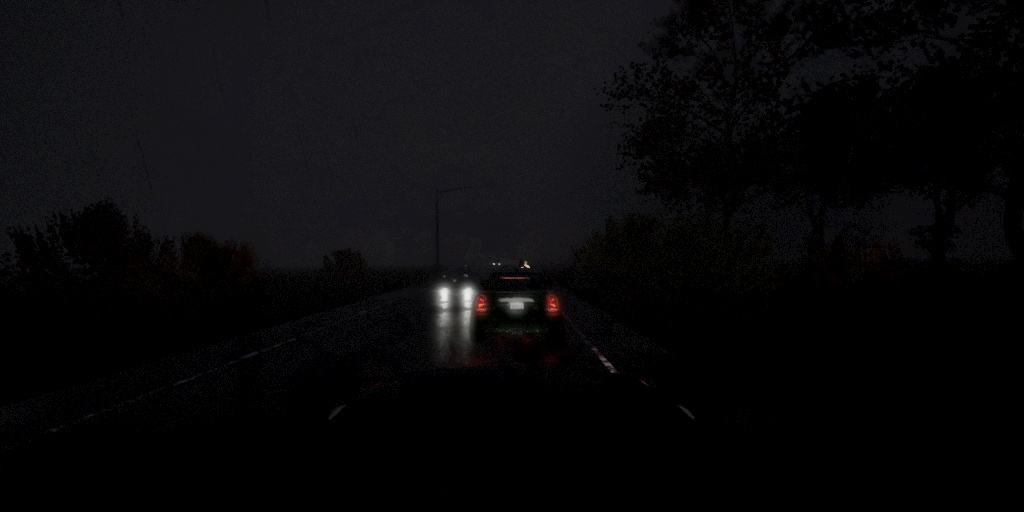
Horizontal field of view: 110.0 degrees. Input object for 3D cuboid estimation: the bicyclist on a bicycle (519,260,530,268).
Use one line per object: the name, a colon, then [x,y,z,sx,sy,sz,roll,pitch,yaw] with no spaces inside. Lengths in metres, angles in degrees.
bicyclist on a bicycle: [0.972,1.177,25.710,0.866,1.612,1.509,0,0,1]

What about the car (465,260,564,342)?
car: [0.112,1.099,9.888,2.097,1.767,4.553,0,0,0]

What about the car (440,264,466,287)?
car: [-3.579,1.267,24.647,1.812,1.442,4.674,0,0,0]
